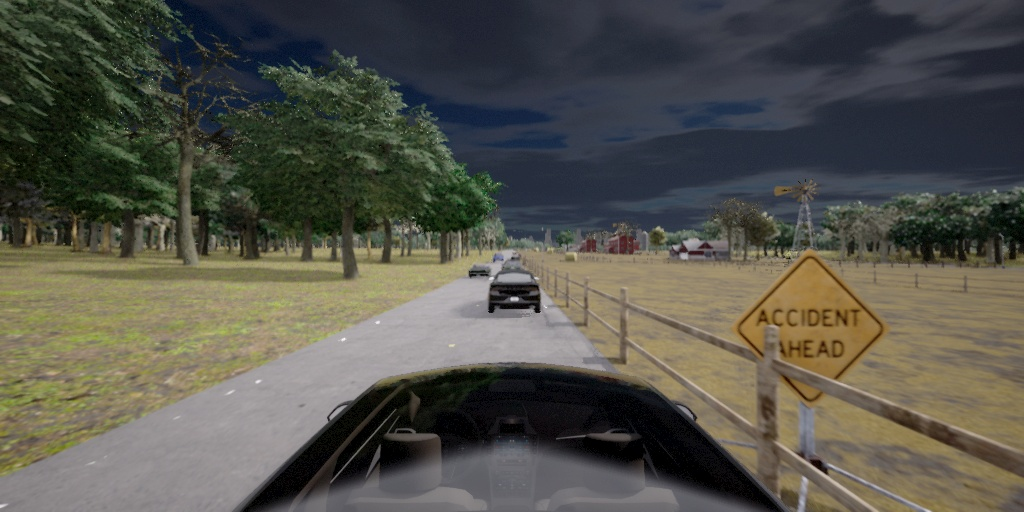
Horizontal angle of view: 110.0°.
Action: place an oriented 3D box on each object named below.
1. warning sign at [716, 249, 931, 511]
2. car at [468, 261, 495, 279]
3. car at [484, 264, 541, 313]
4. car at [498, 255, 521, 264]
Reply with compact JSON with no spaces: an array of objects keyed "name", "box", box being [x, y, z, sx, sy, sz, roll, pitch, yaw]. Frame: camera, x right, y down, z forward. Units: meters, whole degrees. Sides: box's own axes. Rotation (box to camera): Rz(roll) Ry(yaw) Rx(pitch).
[{"name":"warning sign","box":[2.449,0.876,2.982,1.300,1.860,1.060,0,0,0]},{"name":"car","box":[-2.862,1.350,32.723,1.895,1.301,4.718,0,1,0]},{"name":"car","box":[0.088,1.294,14.501,1.882,1.535,5.008,0,0,0]},{"name":"car","box":[0.083,1.098,33.022,2.097,1.767,4.553,0,1,0]}]
